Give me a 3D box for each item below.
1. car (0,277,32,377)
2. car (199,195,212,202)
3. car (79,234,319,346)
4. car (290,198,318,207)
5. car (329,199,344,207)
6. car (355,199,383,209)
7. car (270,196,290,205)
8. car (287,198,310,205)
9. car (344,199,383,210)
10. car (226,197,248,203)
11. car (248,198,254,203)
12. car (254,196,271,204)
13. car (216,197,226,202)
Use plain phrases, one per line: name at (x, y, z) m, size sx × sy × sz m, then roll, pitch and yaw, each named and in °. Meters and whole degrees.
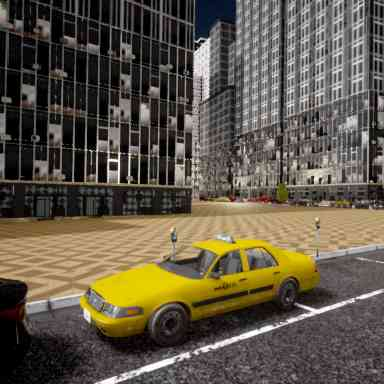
car at (-3.944, 1.565, 3.272) m, size 4.313 × 1.339 × 1.947 m, roll 0°, pitch 1°, yaw -36°
car at (3.612, 1.698, 89.813) m, size 2.192 × 1.841 × 5.009 m, roll 1°, pitch -1°, yaw -22°
car at (0.420, 1.528, 6.330) m, size 4.829 × 1.417 × 1.752 m, roll 0°, pitch 1°, yaw -35°
car at (18.374, 1.715, 53.559) m, size 2.008 × 1.369 × 4.403 m, roll 1°, pitch -1°, yaw -22°
car at (25.601, 1.839, 56.702) m, size 1.752 × 1.417 × 4.829 m, roll 1°, pitch -1°, yaw -22°
car at (27.776, 1.833, 51.363) m, size 2.008 × 1.369 × 4.403 m, roll 1°, pitch -1°, yaw -22°
car at (16.266, 1.636, 58.739) m, size 1.967 × 1.590 × 4.097 m, roll 1°, pitch -1°, yaw -22°
car at (21.445, 1.926, 66.907) m, size 2.008 × 1.369 × 4.403 m, roll 1°, pitch -1°, yaw -22°
car at (22.592, 1.653, 43.201) m, size 2.008 × 1.369 × 4.403 m, roll 1°, pitch -1°, yaw -22°
car at (9.938, 1.729, 74.275) m, size 1.967 × 1.590 × 4.097 m, roll 1°, pitch -1°, yaw -22°
car at (15.114, 2.051, 82.450) m, size 1.802 × 1.307 × 4.206 m, roll 1°, pitch -1°, yaw -22°
car at (17.228, 1.753, 77.272) m, size 2.192 × 1.841 × 5.009 m, roll 1°, pitch -1°, yaw -22°
car at (7.892, 1.845, 79.296) m, size 1.752 × 1.417 × 4.829 m, roll 1°, pitch -1°, yaw -22°
